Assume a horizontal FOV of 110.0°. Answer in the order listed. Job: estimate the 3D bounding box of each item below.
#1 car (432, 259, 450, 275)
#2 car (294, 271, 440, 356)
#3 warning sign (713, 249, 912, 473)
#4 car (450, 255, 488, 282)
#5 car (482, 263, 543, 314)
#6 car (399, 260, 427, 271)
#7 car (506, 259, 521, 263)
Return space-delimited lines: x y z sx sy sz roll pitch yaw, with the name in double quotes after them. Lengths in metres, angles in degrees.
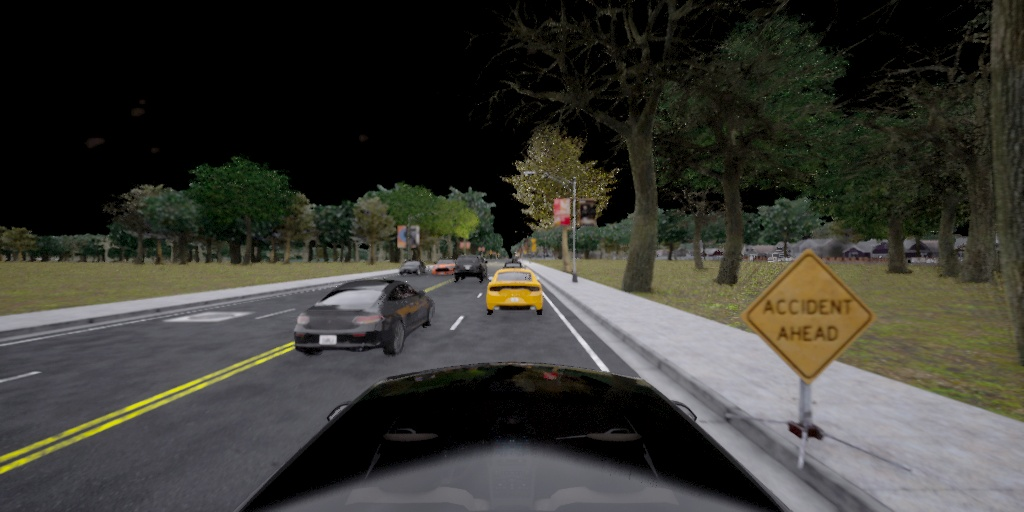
-6.585 1.054 35.918 2.097 1.767 4.553 0 0 0 "car"
-3.165 1.265 8.485 1.812 1.442 4.674 0 0 0 "car"
2.851 0.862 3.490 1.300 1.860 1.060 0 0 0 "warning sign"
-3.148 0.934 28.237 2.150 2.045 5.566 0 0 0 "car"
0.095 1.210 13.689 1.882 1.535 5.008 0 0 0 "car"
-9.836 1.208 35.993 1.837 1.490 4.892 0 0 0 "car"
0.102 1.216 29.228 1.837 1.490 4.892 0 0 0 "car"
